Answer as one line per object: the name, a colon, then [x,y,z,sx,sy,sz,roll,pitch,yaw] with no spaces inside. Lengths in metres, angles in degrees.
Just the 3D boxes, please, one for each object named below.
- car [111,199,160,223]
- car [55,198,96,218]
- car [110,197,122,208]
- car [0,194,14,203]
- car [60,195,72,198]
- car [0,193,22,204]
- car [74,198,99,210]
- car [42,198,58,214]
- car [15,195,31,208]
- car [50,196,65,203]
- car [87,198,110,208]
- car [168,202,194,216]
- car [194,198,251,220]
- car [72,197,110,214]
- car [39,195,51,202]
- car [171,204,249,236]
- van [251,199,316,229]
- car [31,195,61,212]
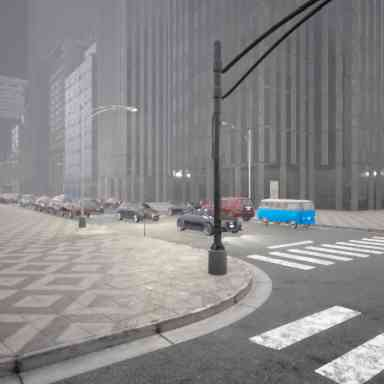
car: [-4.285,1.536,26.048,1.837,1.490,4.892,0,0,-36]
car: [-10.787,1.572,30.584,1.887,1.381,4.507,0,0,-36]
car: [-10.552,1.464,44.701,1.967,1.590,4.097,0,0,-36]
car: [-37.428,1.285,66.995,2.192,1.841,5.009,0,0,-36]
car: [-20.436,1.576,53.368,1.994,1.385,4.181,0,0,-36]
car: [-34.097,1.298,62.443,2.192,1.841,5.009,0,0,-36]
car: [-14.425,1.547,45.241,1.812,1.442,4.674,0,0,-36]
car: [-14.117,1.606,35.135,1.802,1.307,4.206,0,0,-36]
car: [-24.108,1.562,48.789,2.008,1.369,4.403,0,0,-36]
car: [-27.305,1.511,67.599,1.752,1.417,4.829,0,0,-36]
car: [-13.884,1.602,49.254,1.802,1.307,4.206,0,0,-36]
car: [-0.561,1.599,31.047,1.947,1.339,4.313,0,0,-36]
car: [2.769,1.352,26.495,2.192,1.841,5.009,0,0,-36]
car: [-10.714,1.532,34.847,1.837,1.490,4.892,0,0,-36]
car: [-33.981,1.482,76.733,1.752,1.417,4.829,0,0,-35]
car: [0.903,1.600,18.956,1.994,1.385,4.181,0,0,-36]
van: [6.100,1.379,21.942,1.690,1.788,3.998,0,0,-36]
car: [-17.448,1.461,39.687,1.967,1.590,4.097,0,0,-36]
